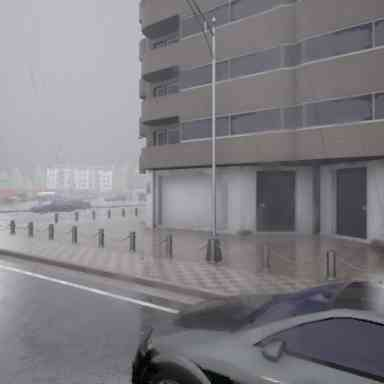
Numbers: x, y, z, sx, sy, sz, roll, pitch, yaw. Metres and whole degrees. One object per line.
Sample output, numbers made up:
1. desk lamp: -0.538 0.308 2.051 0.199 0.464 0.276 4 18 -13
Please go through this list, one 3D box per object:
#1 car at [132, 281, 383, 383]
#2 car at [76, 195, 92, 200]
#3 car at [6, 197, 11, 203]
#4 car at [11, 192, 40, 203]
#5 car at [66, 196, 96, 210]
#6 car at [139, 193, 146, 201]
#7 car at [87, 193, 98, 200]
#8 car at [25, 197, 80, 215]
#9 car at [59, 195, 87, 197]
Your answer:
1. car: 1.443 1.564 2.960 4.181 1.385 1.994 0 0 35
2. car: -29.125 1.442 89.800 1.970 1.475 3.806 0 0 35
3. car: -39.136 1.411 75.486 1.784 1.438 3.905 0 0 35
4. car: -36.801 1.201 73.771 1.932 1.855 4.605 0 0 35
5. car: -15.012 1.599 41.166 2.033 1.411 5.357 0 0 35
6. car: -10.671 1.206 76.895 1.905 1.878 3.866 0 0 35
7. car: -26.761 1.203 88.129 1.905 1.878 3.866 0 0 35
8. car: -14.767 1.577 35.354 1.812 1.442 4.674 0 0 34
9. car: -22.913 1.445 64.145 1.970 1.475 3.806 0 0 35
